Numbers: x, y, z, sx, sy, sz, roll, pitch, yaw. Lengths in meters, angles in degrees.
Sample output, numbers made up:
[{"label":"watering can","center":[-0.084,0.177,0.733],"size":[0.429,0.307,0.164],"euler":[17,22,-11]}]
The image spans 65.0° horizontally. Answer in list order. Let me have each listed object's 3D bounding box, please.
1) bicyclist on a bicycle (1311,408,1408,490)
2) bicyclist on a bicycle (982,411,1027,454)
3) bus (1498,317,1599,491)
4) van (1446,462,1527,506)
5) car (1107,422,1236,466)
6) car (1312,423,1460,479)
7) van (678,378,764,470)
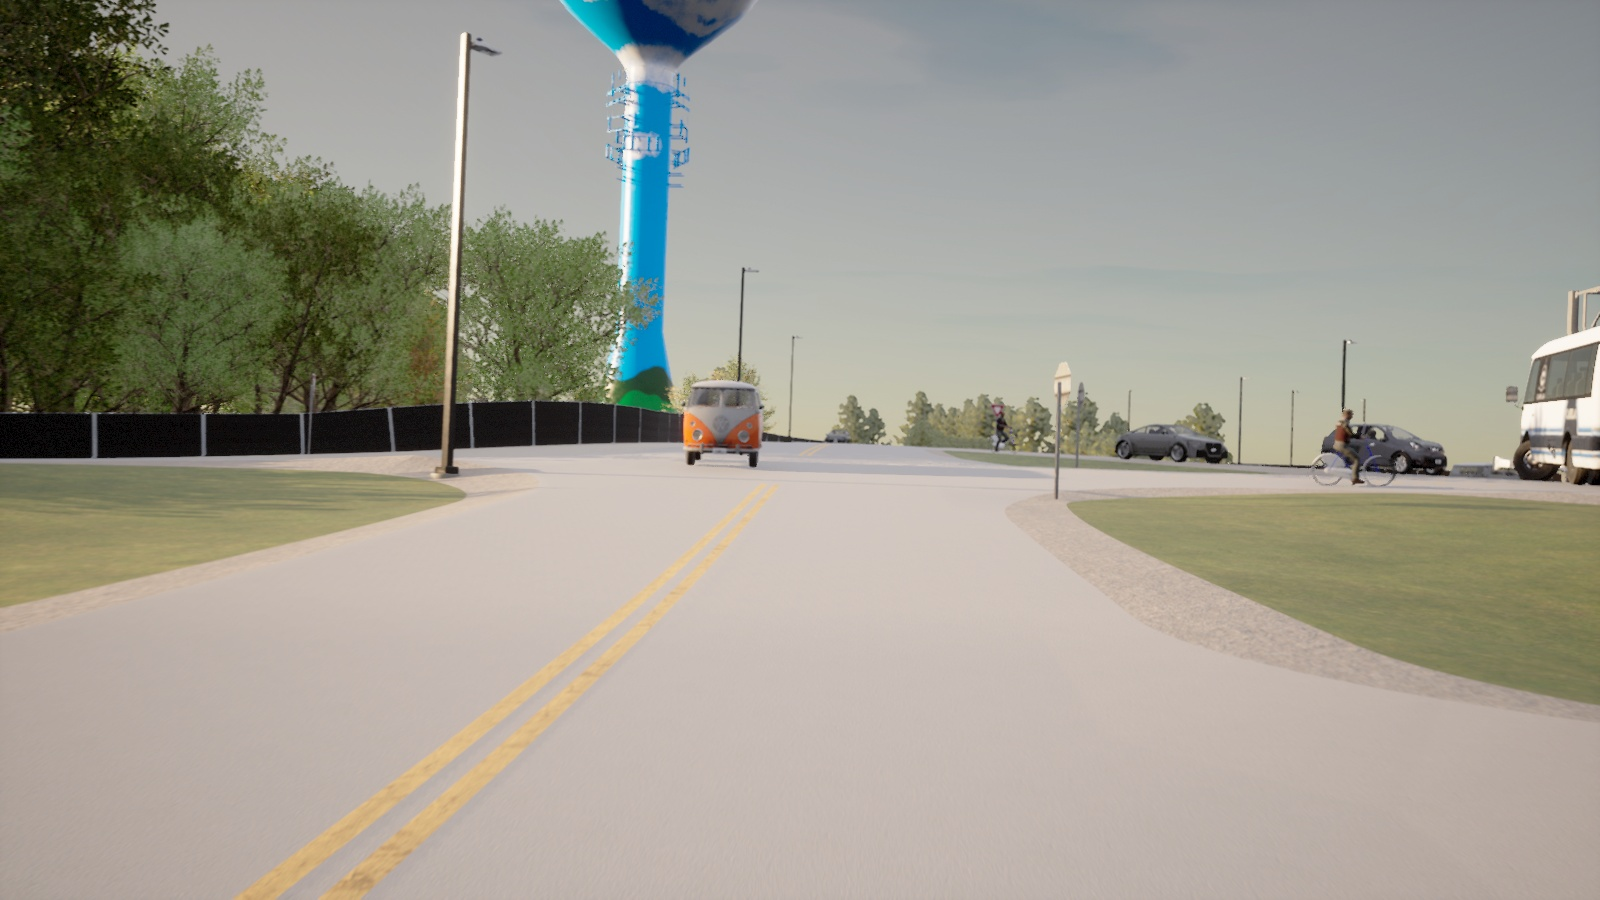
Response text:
[{"label":"bicyclist on a bicycle","center":[12.648,-0.031,28.425],"size":[1.843,1.776,0.659],"euler":[1,1,4]},{"label":"bicyclist on a bicycle","center":[8.660,-0.751,53.248],"size":[0.659,1.776,1.843],"euler":[3,0,-39]},{"label":"bus","center":[22.727,-1.142,35.112],"size":[3.944,4.253,10.273],"euler":[2,2,21]},{"label":"van","center":[33.652,1.633,61.690],"size":[1.775,1.987,4.442],"euler":[2,0,5]},{"label":"car","center":[13.475,-0.251,45.797],"size":[1.994,1.385,4.181],"euler":[3,1,-31]},{"label":"car","center":[17.772,-0.007,38.214],"size":[1.845,1.501,3.633],"euler":[2,1,-28]},{"label":"van","center":[-1.813,-0.658,30.081],"size":[1.775,1.987,4.442],"euler":[2,2,-1]}]
